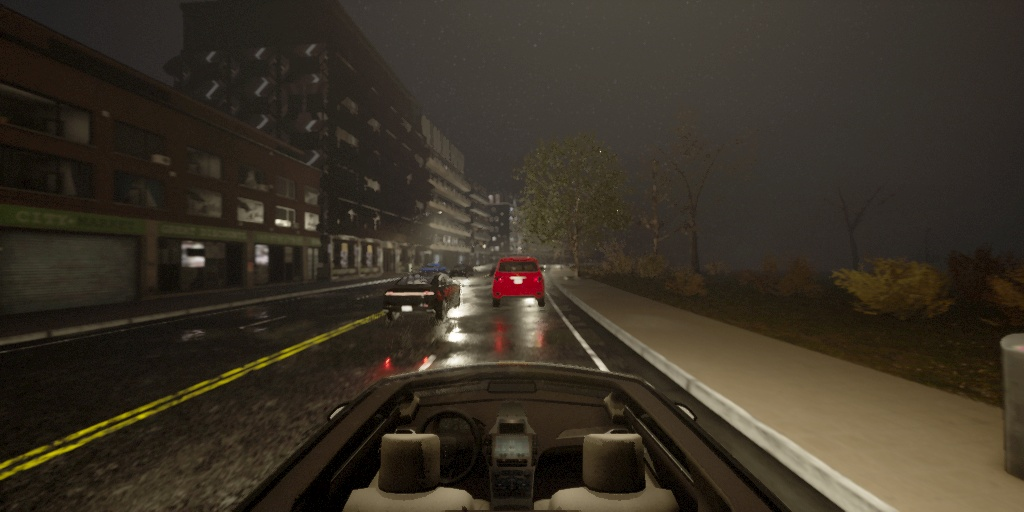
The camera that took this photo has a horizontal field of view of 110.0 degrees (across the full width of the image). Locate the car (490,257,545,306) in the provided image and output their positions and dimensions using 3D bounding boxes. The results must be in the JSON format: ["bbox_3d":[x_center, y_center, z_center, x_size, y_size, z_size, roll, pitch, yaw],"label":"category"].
[{"bbox_3d":[0.322,1.071,16.491,2.150,2.045,5.566,-1,0,2],"label":"car"}]

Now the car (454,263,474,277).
[{"bbox_3d":[-5.212,1.543,37.360,1.882,1.535,5.008,-1,-1,5],"label":"car"}]

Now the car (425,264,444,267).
[{"bbox_3d":[-8.391,1.580,38.278,1.882,1.535,5.008,-1,-1,5],"label":"car"}]

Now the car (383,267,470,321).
[{"bbox_3d":[-3.029,1.343,12.937,2.128,1.511,4.902,-1,0,1],"label":"car"}]
